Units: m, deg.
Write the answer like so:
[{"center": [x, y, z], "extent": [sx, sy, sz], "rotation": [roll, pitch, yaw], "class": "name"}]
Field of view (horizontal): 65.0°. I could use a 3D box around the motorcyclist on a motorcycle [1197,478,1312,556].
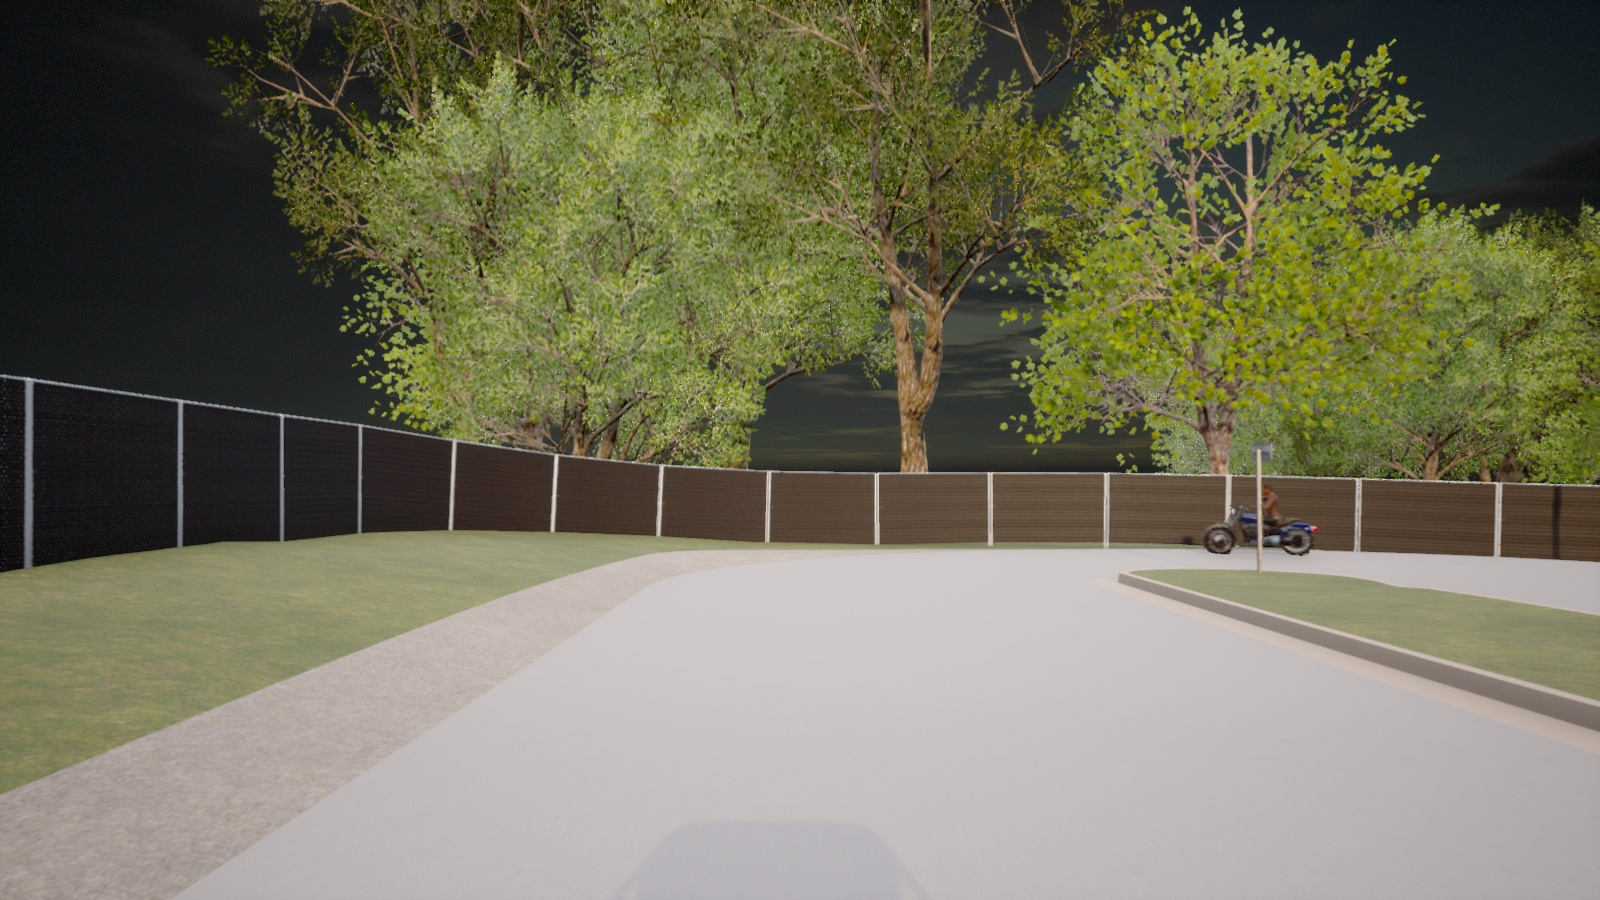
[{"center": [10.093, 1.475, 27.918], "extent": [2.350, 1.649, 0.766], "rotation": [-1, 1, 21], "class": "motorcyclist on a motorcycle"}]
